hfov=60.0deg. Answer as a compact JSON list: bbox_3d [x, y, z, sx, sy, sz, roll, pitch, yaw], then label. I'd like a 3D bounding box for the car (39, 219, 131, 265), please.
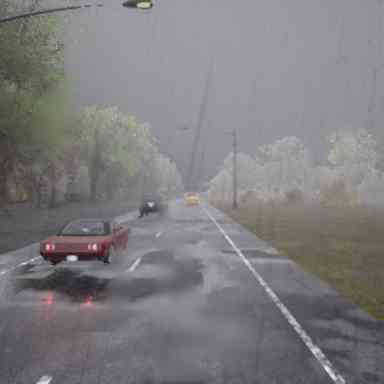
[{"bbox_3d":[-3.406,1.595,11.685,1.895,1.301,4.718,0,0,0],"label":"car"}]

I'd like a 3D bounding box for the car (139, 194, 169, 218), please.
[{"bbox_3d":[-3.416,1.206,30.400,2.150,2.045,5.566,0,0,0],"label":"car"}]

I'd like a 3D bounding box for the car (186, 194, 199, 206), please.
[{"bbox_3d":[0.073,1.450,53.754,1.882,1.535,5.008,0,0,0],"label":"car"}]
